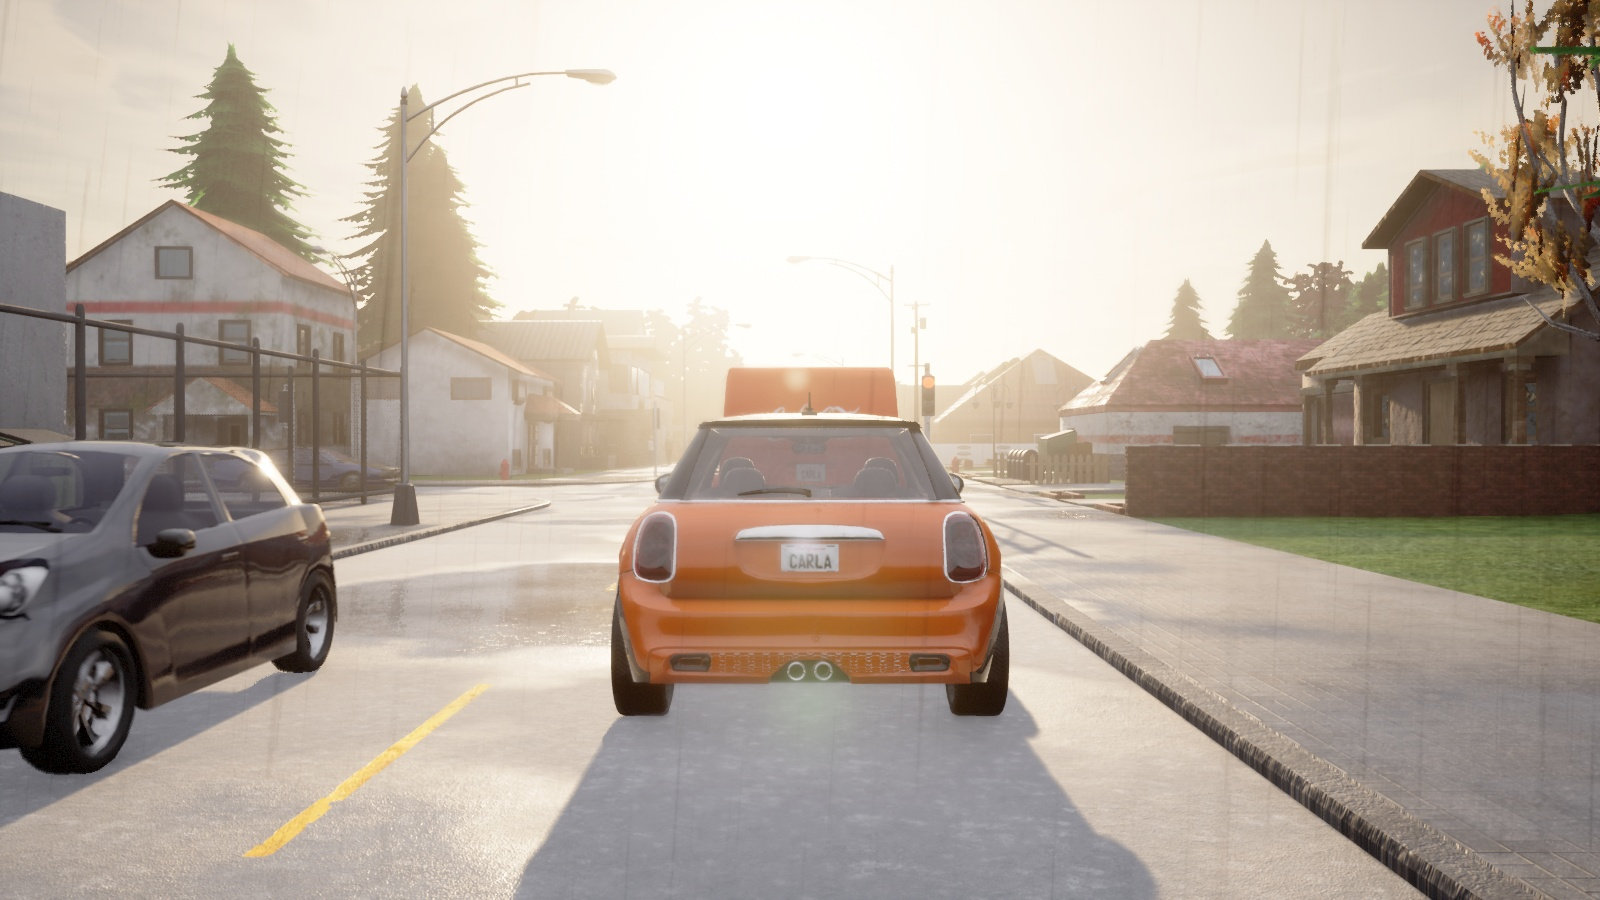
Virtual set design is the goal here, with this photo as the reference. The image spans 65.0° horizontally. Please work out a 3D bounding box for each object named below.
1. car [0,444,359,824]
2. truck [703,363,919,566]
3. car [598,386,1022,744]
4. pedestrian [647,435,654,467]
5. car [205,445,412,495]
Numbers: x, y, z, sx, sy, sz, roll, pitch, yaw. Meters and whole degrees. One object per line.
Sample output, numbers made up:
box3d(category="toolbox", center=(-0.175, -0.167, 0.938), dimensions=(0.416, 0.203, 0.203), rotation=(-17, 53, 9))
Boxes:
box3d(category="car", center=(-3.947, 0.719, 6.779), dimensions=(1.845, 1.501, 3.633), rotation=(0, 0, 0))
box3d(category="truck", center=(0.125, 0.159, 17.875), dimensions=(2.627, 2.467, 5.204), rotation=(0, 0, 0))
box3d(category="car", center=(0.062, 0.557, 8.482), dimensions=(2.097, 1.767, 4.553), rotation=(0, 0, 0))
box3d(category="pedestrian", center=(-8.641, 0.039, 72.636), dimensions=(0.354, 1.836, 0.706), rotation=(0, 0, -4))
box3d(category="car", center=(-14.473, 0.572, 37.196), dimensions=(5.357, 1.411, 2.033), rotation=(0, 0, 0))
